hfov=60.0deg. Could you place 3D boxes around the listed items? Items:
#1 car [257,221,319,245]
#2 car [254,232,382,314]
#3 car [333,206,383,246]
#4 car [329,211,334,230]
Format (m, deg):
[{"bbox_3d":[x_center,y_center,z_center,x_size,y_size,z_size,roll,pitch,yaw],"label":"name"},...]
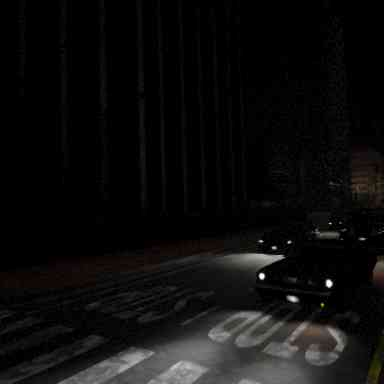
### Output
[{"bbox_3d":[5.345,2.281,17.703,2.033,1.411,5.357,-4,-3,35],"label":"car"},{"bbox_3d":[3.443,1.973,8.725,1.895,1.301,4.718,-4,-3,37],"label":"car"},{"bbox_3d":[9.299,1.817,17.271,2.150,2.045,5.566,-4,-3,36],"label":"car"},{"bbox_3d":[13.980,2.271,29.909,2.150,2.045,5.566,-4,-4,35],"label":"car"}]
